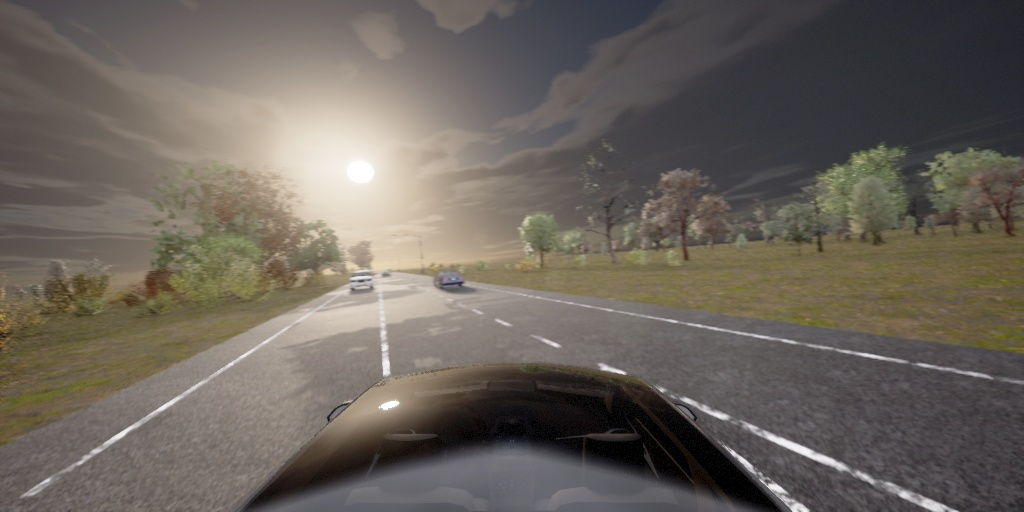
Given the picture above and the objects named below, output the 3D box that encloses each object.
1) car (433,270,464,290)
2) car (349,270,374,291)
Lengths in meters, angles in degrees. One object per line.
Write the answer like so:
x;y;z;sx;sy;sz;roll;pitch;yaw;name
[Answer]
-5.352;1.921;29.775;2.033;1.411;5.357;-5;0;-20;car
-16.057;2.572;38.454;2.150;2.045;5.566;-5;0;-21;car
